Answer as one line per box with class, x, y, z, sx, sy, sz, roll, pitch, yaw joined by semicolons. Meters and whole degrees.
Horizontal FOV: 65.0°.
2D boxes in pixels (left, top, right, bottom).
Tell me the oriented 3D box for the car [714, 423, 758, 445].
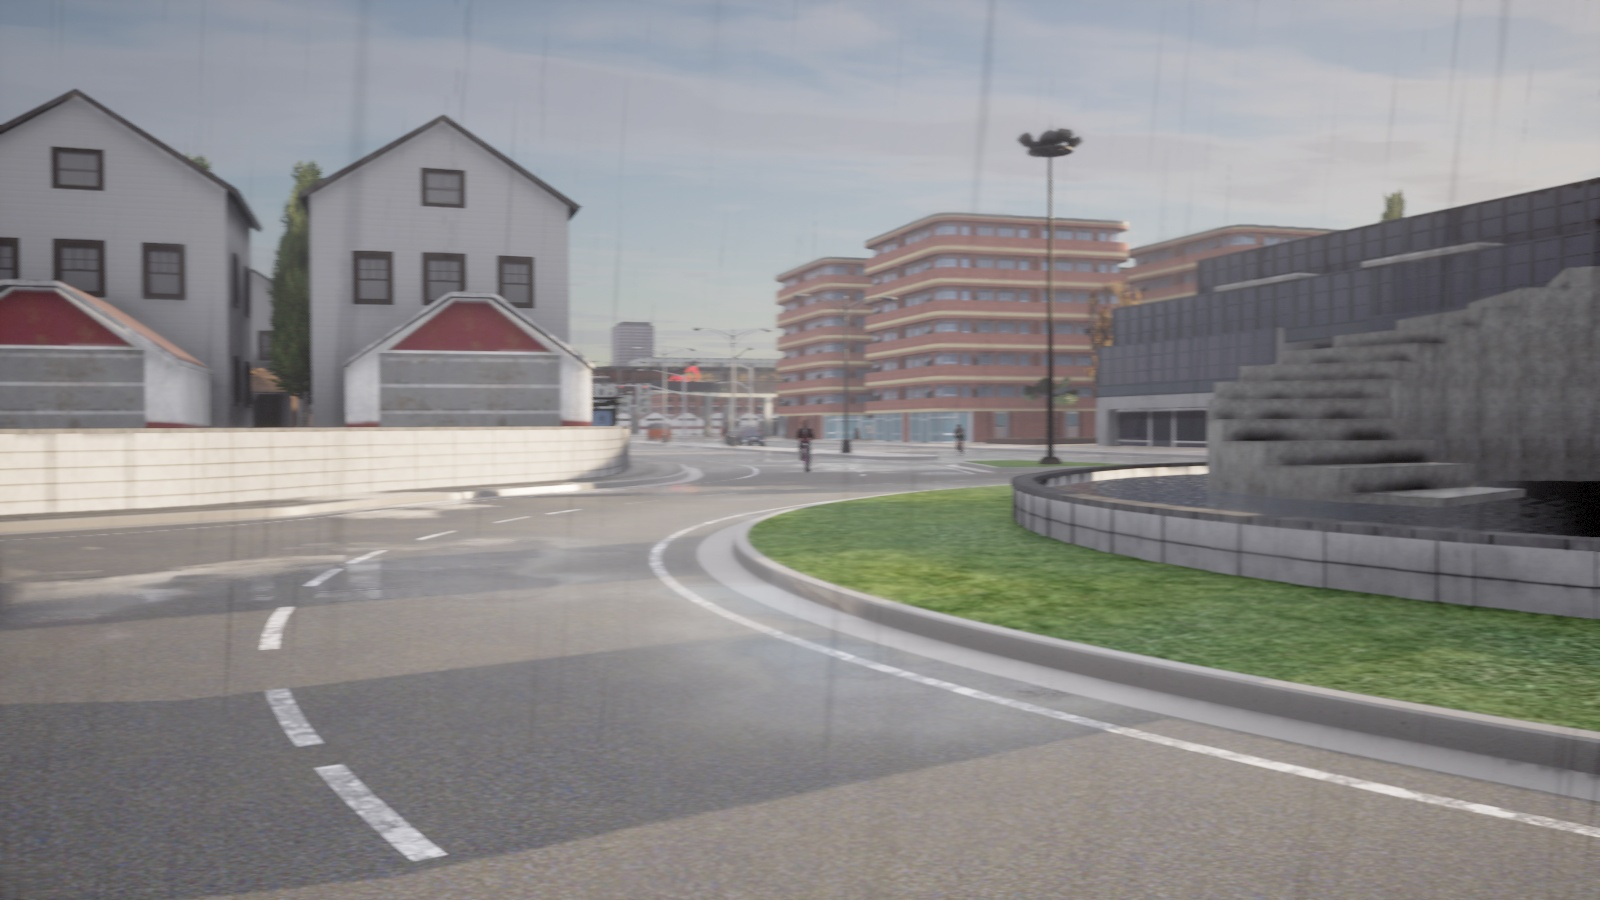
car;-5.046;-1.291;98.366;2.152;1.651;5.027;0;1;-19
